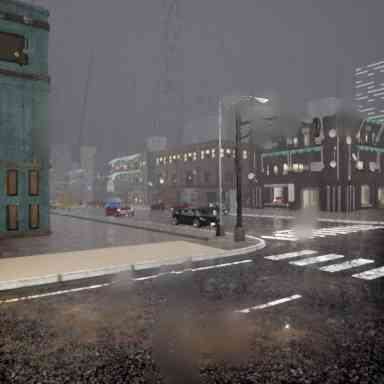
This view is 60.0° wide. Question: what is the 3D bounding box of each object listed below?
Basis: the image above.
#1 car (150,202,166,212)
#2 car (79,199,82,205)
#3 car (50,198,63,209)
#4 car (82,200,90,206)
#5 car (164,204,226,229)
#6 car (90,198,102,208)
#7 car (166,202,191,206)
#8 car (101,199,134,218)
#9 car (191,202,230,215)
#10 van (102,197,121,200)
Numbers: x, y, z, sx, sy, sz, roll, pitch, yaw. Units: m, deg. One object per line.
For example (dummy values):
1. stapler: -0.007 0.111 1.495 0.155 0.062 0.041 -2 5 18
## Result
1. car: -4.142 1.966 44.894 1.802 1.307 4.206 -1 0 -35
2. car: -26.530 2.364 76.519 1.947 1.339 4.313 -1 0 -35
3. car: -23.677 2.233 57.983 1.752 1.417 4.829 -1 0 -35
4. car: -20.134 2.228 67.483 1.887 1.381 4.507 -1 0 -35
5. car: 0.134 1.814 24.137 1.947 1.339 4.313 -1 0 -35
6. car: -16.942 1.940 62.965 2.192 1.841 5.009 -1 0 -35
7. car: -0.945 1.904 40.377 1.802 1.307 4.206 -2 0 -35
8. car: -7.787 1.846 35.533 1.967 1.590 4.097 -1 0 -35
9. car: 2.252 1.810 35.859 2.008 1.369 4.403 -2 0 -35
10. van: -13.743 1.907 58.447 1.690 1.788 3.998 -1 0 -35
